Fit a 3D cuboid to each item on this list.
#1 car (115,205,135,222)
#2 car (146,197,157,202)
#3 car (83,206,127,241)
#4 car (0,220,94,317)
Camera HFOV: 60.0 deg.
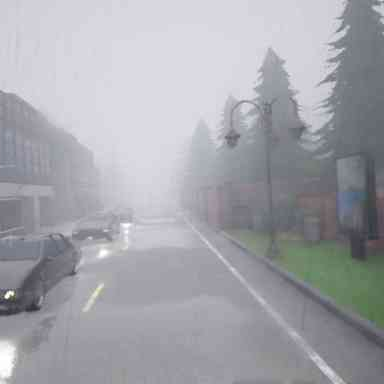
[{"bbox_3d":[-6.044,1.879,28.652,1.994,1.385,4.181,-3,0,-5],"label":"car"},{"bbox_3d":[-11.270,2.133,91.925,1.895,1.301,4.718,-3,0,-27],"label":"car"},{"bbox_3d":[-5.121,1.822,18.502,2.033,1.411,5.357,-3,0,-5],"label":"car"},{"bbox_3d":[-4.183,1.780,8.370,2.033,1.411,5.357,-3,0,-5],"label":"car"}]
